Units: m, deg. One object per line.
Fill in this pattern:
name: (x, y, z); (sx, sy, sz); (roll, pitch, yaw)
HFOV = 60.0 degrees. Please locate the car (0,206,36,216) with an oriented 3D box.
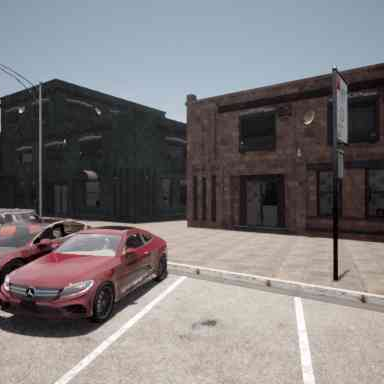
car: (-6.826, 1.366, 10.953); (2.185, 1.767, 4.553); (1, -1, 15)

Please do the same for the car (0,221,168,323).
car: (-1.940, 1.527, 7.450); (2.002, 1.452, 4.674); (1, -1, 15)

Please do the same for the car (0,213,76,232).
car: (-4.398, 1.518, 9.156); (2.163, 1.488, 4.792); (1, -1, 15)
